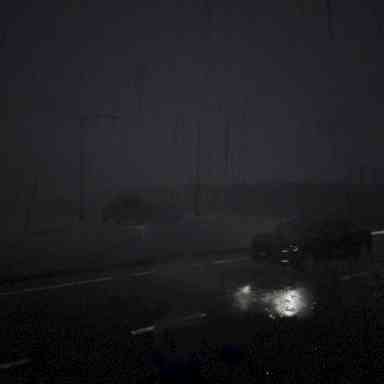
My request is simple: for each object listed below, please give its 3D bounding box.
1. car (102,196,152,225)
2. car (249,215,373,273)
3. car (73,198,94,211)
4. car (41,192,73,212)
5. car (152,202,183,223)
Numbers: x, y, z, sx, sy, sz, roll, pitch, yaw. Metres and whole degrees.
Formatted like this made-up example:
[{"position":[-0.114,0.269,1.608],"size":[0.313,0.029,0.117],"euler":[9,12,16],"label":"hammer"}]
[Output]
[{"position":[-4.717,1.239,23.017],"size":[1.905,1.878,3.866],"euler":[1,0,-37],"label":"car"},{"position":[4.103,1.563,11.196],"size":[5.008,1.535,1.882],"euler":[1,0,-35],"label":"car"},{"position":[-12.917,1.468,38.693],"size":[1.784,1.438,3.905],"euler":[1,0,-37],"label":"car"},{"position":[-15.268,1.232,37.004],"size":[1.932,1.855,4.605],"euler":[1,0,-37],"label":"car"},{"position":[-2.399,1.503,24.748],"size":[1.970,1.475,3.806],"euler":[1,0,-37],"label":"car"}]
